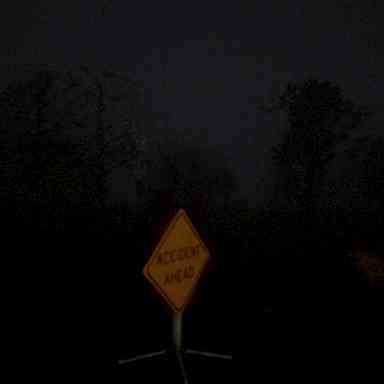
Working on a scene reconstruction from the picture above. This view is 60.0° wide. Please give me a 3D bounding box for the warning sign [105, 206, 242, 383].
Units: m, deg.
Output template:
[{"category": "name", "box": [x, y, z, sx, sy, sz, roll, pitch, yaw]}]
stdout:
[{"category": "warning sign", "box": [-0.177, 1.132, 4.070, 1.060, 1.860, 1.300, 1, -1, 35]}]
